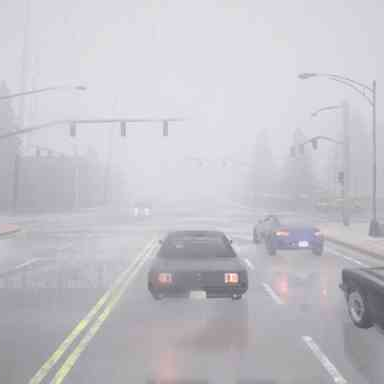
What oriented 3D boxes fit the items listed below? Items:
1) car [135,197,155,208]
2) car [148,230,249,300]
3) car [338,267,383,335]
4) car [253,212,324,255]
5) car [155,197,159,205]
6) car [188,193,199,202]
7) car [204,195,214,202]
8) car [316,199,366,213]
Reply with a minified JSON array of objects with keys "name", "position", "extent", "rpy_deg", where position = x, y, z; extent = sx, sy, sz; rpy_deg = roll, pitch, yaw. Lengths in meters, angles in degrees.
[{"name":"car","position":[-6.887,1.526,47.408],"extent":[1.812,1.442,4.674],"rpy_deg":[0,0,0]},{"name":"car","position":[0.100,1.601,8.320],"extent":[1.895,1.301,4.718],"rpy_deg":[0,0,0]},{"name":"car","position":[3.614,1.601,4.008],"extent":[1.895,1.301,4.718],"rpy_deg":[0,0,0]},{"name":"car","position":[3.638,1.526,13.111],"extent":[1.812,1.442,4.674],"rpy_deg":[0,0,0]},{"name":"car","position":[-6.832,1.564,57.641],"extent":[1.994,1.385,4.181],"rpy_deg":[0,0,0]},{"name":"car","position":[0.336,1.225,74.891],"extent":[2.150,2.045,5.566],"rpy_deg":[0,0,0]},{"name":"car","position":[3.840,1.355,74.996],"extent":[2.097,1.767,4.553],"rpy_deg":[0,0,0]},{"name":"car","position":[16.084,1.478,36.090],"extent":[5.008,1.535,1.882],"rpy_deg":[0,0,0]}]
